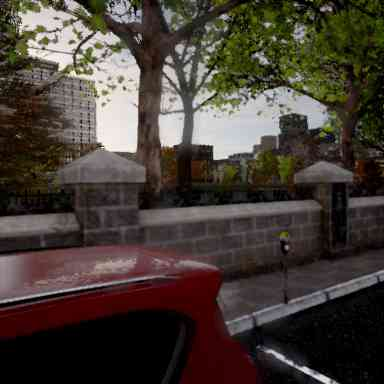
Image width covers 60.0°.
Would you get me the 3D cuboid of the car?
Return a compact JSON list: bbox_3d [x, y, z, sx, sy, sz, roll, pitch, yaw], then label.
[{"bbox_3d":[-1.849,1.332,1.123,5.009,1.841,2.192,-1,1,-35],"label":"car"}]
